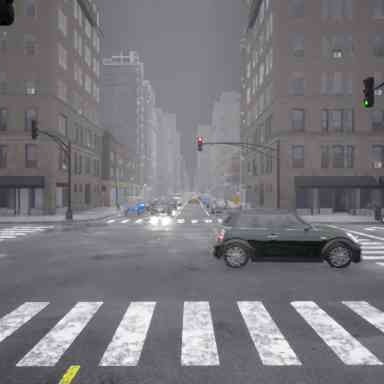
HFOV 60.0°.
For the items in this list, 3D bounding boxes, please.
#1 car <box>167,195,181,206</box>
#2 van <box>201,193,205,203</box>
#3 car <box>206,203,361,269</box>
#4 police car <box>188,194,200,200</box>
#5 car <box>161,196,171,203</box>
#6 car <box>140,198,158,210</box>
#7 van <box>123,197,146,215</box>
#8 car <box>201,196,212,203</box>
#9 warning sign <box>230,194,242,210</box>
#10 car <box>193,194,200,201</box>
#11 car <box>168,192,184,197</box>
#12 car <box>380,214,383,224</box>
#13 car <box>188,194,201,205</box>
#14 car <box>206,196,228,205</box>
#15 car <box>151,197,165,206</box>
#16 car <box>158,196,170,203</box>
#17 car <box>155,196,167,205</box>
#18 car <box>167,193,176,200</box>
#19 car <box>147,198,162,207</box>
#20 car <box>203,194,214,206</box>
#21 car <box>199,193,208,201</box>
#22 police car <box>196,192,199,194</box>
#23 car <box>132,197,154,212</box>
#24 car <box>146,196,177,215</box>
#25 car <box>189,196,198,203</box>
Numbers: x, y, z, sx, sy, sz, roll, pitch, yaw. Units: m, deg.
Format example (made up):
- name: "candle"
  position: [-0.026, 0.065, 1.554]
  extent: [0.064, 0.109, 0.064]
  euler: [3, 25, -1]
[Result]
- name: "car"
  position: [-2.952, 1.494, 43.743]
  extent: [2.128, 1.511, 4.902]
  euler: [0, 0, 0]
- name: "van"
  position: [2.855, 1.344, 56.007]
  extent: [1.690, 1.788, 3.998]
  euler: [0, 0, 0]
- name: "car"
  position: [2.877, 1.359, 10.657]
  extent: [4.553, 1.767, 2.097]
  euler: [0, 0, 0]
- name: "police car"
  position: [0.596, 1.414, 95.351]
  extent: [1.930, 1.638, 5.238]
  euler: [0, 0, -16]
- name: "car"
  position: [-5.612, 1.543, 73.035]
  extent: [1.887, 1.381, 4.507]
  euler: [0, 0, 0]
- name: "car"
  position: [-5.708, 1.569, 44.694]
  extent: [1.947, 1.339, 4.313]
  euler: [0, 0, 0]
- name: "van"
  position: [-5.747, 1.343, 33.358]
  extent: [1.690, 1.788, 3.998]
  euler: [0, 0, 0]
- name: "car"
  position: [2.895, 1.551, 67.346]
  extent: [2.008, 1.369, 4.403]
  euler: [0, 0, 0]
- name: "warning sign"
  position: [5.200, 1.118, 39.317]
  extent: [1.300, 1.860, 1.060]
  euler: [0, 0, 0]
- name: "car"
  position: [1.090, 1.448, 89.522]
  extent: [1.801, 1.575, 5.366]
  euler: [0, 0, 0]
- name: "car"
  position: [-2.903, 1.224, 54.473]
  extent: [2.150, 2.045, 5.566]
  euler: [0, 0, 0]
- name: "car"
  position: [14.356, 1.520, 20.678]
  extent: [4.892, 1.490, 1.837]
  euler: [0, 0, 0]
- name: "car"
  position: [0.302, 1.528, 59.473]
  extent: [1.812, 1.442, 4.674]
  euler: [0, 0, 1]
- name: "car"
  position: [2.778, 1.442, 33.331]
  extent: [1.967, 1.590, 4.097]
  euler: [0, 0, 0]
- name: "car"
  position: [-5.670, 1.568, 56.031]
  extent: [1.947, 1.339, 4.313]
  euler: [0, 0, 0]
- name: "car"
  position: [-5.631, 1.566, 67.367]
  extent: [1.947, 1.339, 4.313]
  euler: [0, 0, 0]
- name: "car"
  position: [-5.651, 1.527, 61.529]
  extent: [1.752, 1.417, 4.829]
  euler: [0, 0, 0]
- name: "car"
  position: [-5.554, 1.306, 90.041]
  extent: [2.192, 1.841, 5.009]
  euler: [0, 0, 0]
- name: "car"
  position: [-5.689, 1.585, 50.363]
  extent: [1.802, 1.307, 4.206]
  euler: [0, 0, 0]
- name: "car"
  position: [2.817, 1.443, 44.669]
  extent: [1.967, 1.590, 4.097]
  euler: [0, 0, 0]
- name: "car"
  position: [2.952, 1.309, 84.354]
  extent: [2.192, 1.841, 5.009]
  euler: [0, 0, 0]
- name: "police car"
  position: [1.065, 1.421, 79.427]
  extent: [1.930, 1.638, 5.238]
  euler: [0, 0, -1]
- name: "car"
  position: [-5.728, 1.443, 39.026]
  extent: [1.967, 1.590, 4.097]
  euler: [0, 0, 0]
- name: "car"
  position: [-2.992, 1.493, 33.498]
  extent: [2.128, 1.511, 4.902]
  euler: [0, 0, 0]
- name: "car"
  position: [0.293, 1.601, 69.719]
  extent: [1.895, 1.301, 4.718]
  euler: [0, 0, 1]
